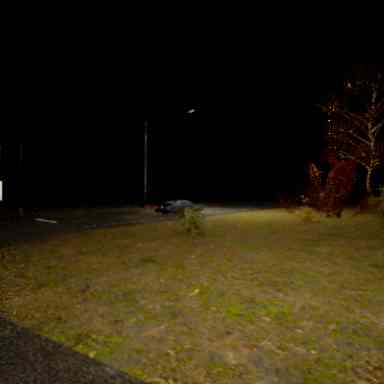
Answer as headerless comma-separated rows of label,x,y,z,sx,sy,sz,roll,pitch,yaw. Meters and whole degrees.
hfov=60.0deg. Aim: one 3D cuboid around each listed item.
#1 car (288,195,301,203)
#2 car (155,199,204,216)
car,17.249,1.115,54.019,1.895,1.301,4.718,1,2,38
car,-1.093,1.386,31.322,2.033,1.411,5.357,1,2,39
